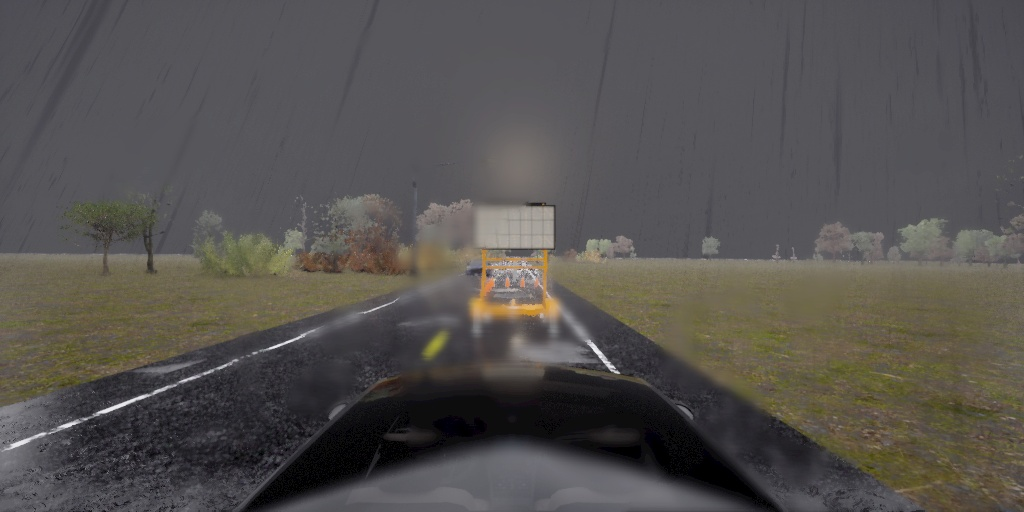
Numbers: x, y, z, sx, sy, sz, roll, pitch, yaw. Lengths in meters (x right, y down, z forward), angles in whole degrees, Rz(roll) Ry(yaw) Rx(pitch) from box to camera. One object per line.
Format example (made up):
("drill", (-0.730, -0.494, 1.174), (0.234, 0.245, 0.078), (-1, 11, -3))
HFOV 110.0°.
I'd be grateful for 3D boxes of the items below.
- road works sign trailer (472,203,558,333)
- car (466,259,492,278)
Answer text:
("road works sign trailer", (0.084, 0.218, 10.737), (2.380, 3.560, 2.880), (0, 0, 0))
("car", (-3.161, 1.121, 34.944), (2.097, 1.767, 4.553), (0, 0, 1))
